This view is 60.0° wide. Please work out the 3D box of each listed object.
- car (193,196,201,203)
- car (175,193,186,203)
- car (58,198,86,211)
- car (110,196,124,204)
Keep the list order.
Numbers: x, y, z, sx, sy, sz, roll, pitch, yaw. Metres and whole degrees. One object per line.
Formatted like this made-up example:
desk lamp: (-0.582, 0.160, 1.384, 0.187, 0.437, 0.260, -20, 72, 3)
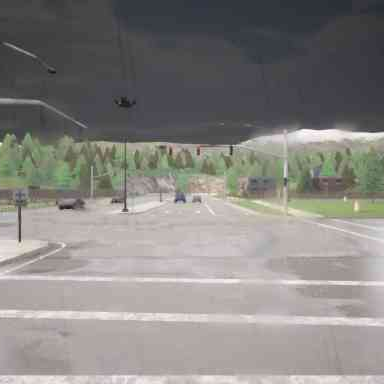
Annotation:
car: (1.043, 1.546, 69.931, 2.033, 1.411, 5.357, 0, 0, 1)
car: (-2.469, 1.223, 70.442, 2.150, 2.045, 5.566, 0, 0, 1)
car: (-14.582, 1.477, 40.573, 1.882, 1.535, 5.008, 0, 0, 1)
car: (-14.151, 1.548, 63.675, 2.033, 1.411, 5.357, 0, 0, 1)
